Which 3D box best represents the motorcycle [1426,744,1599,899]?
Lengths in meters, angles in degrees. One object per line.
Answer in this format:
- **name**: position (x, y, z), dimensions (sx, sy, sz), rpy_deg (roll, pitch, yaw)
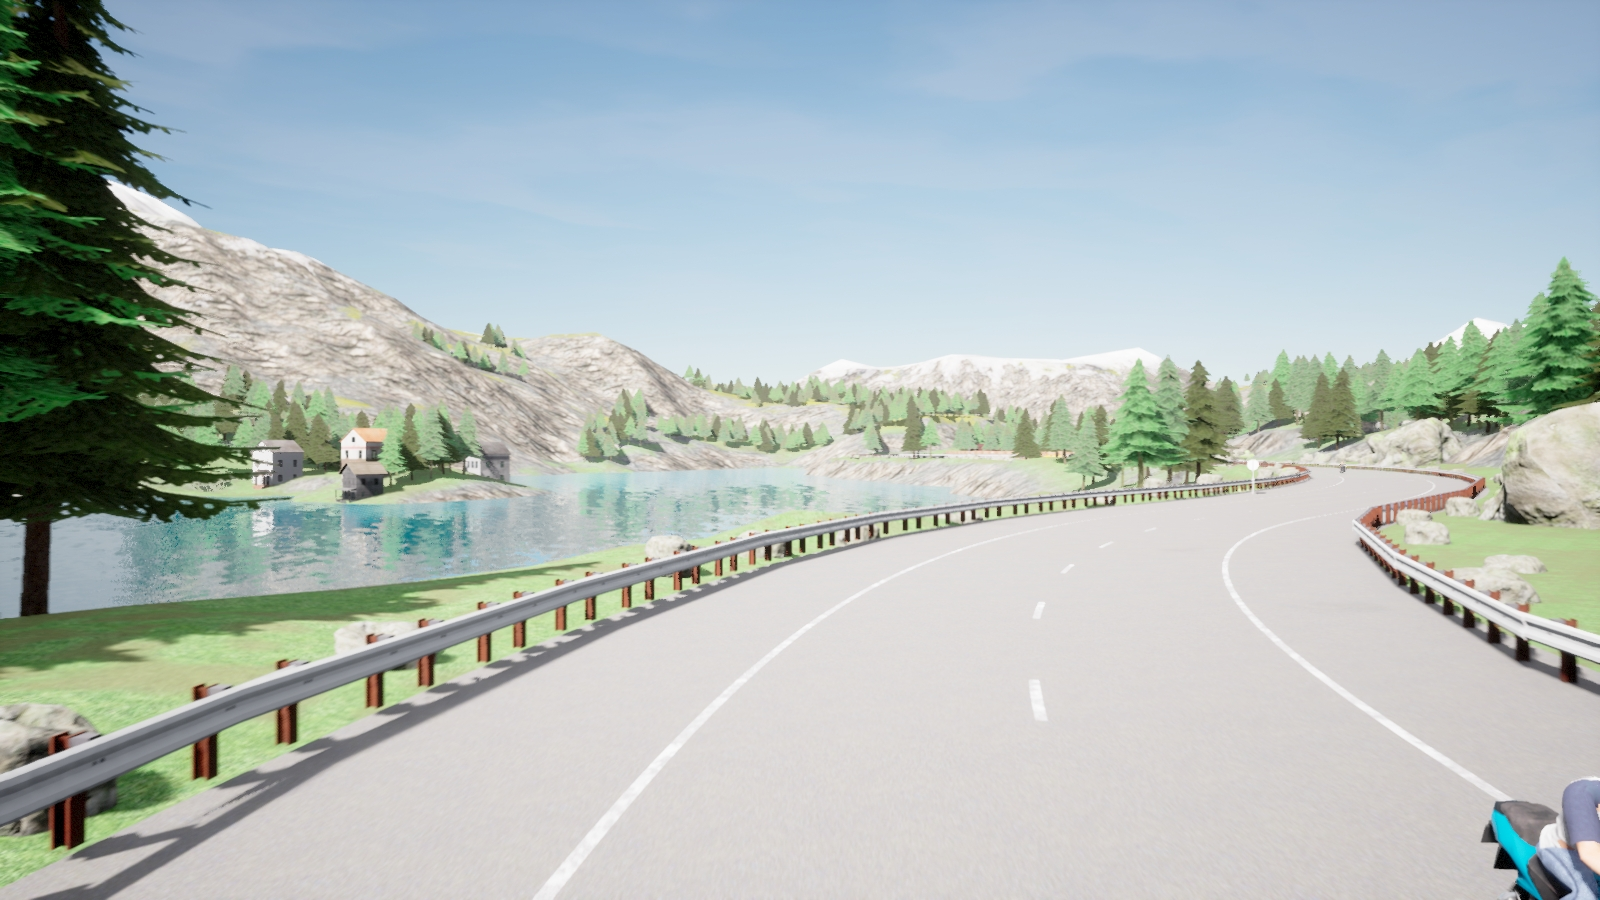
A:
- **motorcycle**: position (3.659, 2.177, 5.046), dimensions (0.803, 1.217, 2.033), rpy_deg (0, 0, 4)
